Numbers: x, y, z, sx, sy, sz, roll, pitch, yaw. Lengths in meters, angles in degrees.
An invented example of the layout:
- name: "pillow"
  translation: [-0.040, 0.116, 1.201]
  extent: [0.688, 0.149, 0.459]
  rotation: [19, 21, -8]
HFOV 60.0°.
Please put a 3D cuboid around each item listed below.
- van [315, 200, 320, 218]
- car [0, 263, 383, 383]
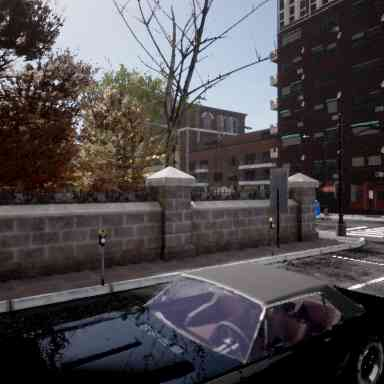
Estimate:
- name: "van"
  translation: [10.496, 1.647, 32.597]
  extent: [1.690, 1.788, 3.998]
  rotation: [-1, 0, -36]
- name: "car"
  translation: [0.368, 1.601, 3.641]
  extent: [4.718, 1.301, 1.895]
  rotation: [0, 0, -36]
